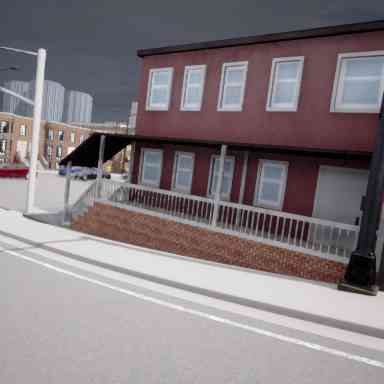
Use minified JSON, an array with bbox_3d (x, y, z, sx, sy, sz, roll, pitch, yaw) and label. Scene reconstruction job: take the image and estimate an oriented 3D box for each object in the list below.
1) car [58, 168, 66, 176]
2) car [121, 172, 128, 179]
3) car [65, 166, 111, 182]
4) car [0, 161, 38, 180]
[{"bbox_3d":[-14.294,-2.570,41.825,1.882,1.535,5.008,10,6,36],"label":"car"},{"bbox_3d":[-8.418,-2.549,49.939,2.128,1.511,4.902,10,6,36],"label":"car"},{"bbox_3d":[-11.838,-2.040,39.315,2.128,1.511,4.902,10,6,35],"label":"car"},{"bbox_3d":[-17.354,-2.059,31.665,1.882,1.535,5.008,10,6,35],"label":"car"}]
